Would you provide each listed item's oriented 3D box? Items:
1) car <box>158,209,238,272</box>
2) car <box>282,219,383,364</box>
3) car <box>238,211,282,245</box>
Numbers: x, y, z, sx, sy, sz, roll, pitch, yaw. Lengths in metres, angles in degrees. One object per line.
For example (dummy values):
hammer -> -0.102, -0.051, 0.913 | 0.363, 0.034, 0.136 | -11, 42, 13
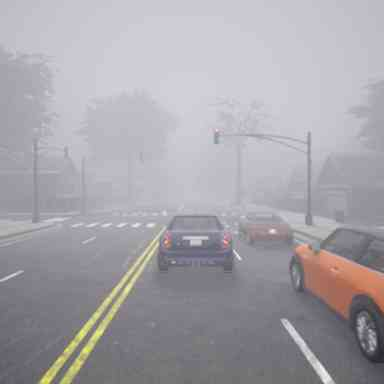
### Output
car -> 0.103, 1.379, 11.027 | 2.097, 1.767, 4.553 | 0, 0, 0
car -> 3.349, 1.368, 6.045 | 2.097, 1.767, 4.553 | 0, 0, 0
car -> 3.352, 1.601, 15.828 | 1.994, 1.385, 4.181 | 0, 0, 0
